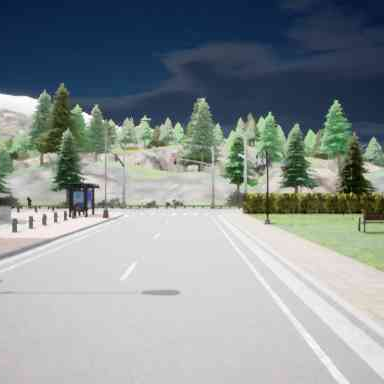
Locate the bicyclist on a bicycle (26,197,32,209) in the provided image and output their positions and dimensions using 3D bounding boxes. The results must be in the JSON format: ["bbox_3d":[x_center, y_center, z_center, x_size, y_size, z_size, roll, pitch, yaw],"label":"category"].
[{"bbox_3d":[-21.652,1.449,44.136,0.582,1.620,1.656,0,0,0],"label":"bicyclist on a bicycle"}]
